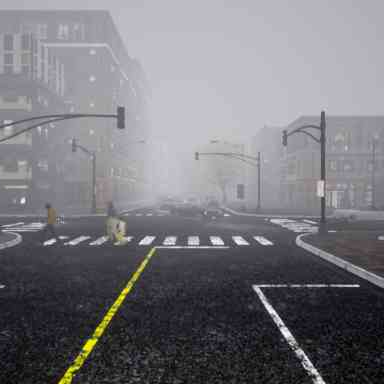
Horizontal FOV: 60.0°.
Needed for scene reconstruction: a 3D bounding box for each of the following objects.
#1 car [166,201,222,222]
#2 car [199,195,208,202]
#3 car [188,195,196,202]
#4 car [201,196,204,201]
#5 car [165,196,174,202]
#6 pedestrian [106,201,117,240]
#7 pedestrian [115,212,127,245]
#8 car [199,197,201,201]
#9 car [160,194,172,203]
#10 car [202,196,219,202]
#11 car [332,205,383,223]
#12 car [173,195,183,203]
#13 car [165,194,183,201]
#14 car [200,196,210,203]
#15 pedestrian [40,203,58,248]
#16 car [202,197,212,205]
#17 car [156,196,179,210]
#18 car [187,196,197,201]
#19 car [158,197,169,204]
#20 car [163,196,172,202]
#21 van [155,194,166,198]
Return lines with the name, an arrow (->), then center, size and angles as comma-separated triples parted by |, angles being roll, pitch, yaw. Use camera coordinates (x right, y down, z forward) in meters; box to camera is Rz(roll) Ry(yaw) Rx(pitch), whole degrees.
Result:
car -> 0.246, 1.607, 26.448 | 1.895, 1.301, 4.718 | 0, 0, -38
car -> 2.697, 1.536, 77.672 | 1.967, 1.590, 4.097 | 0, 0, 0
car -> 0.009, 1.556, 80.680 | 2.033, 1.411, 5.357 | 0, 0, 0
car -> 2.695, 1.478, 49.188 | 1.967, 1.590, 4.097 | 0, 0, 0
car -> -5.683, 1.663, 83.370 | 2.008, 1.369, 4.403 | 0, 0, 0
pedestrian -> -3.455, 1.294, 14.549 | 0.375, 1.860, 0.375 | 0, 0, 0
pedestrian -> -2.911, 1.574, 13.950 | 0.375, 1.300, 0.375 | 0, 0, 0
car -> 2.695, 1.488, 54.884 | 1.967, 1.590, 4.097 | 0, 0, 0
car -> -5.685, 1.397, 71.977 | 2.192, 1.841, 5.009 | 0, 0, 0
car -> 2.694, 1.580, 43.490 | 2.008, 1.369, 4.403 | 0, 0, 0
car -> 13.475, 1.668, 25.777 | 4.718, 1.301, 1.895 | 0, 0, 0
car -> -2.993, 1.502, 72.863 | 2.128, 1.511, 4.902 | 0, 0, 0
car -> -3.072, 1.547, 58.539 | 2.128, 1.511, 4.902 | 0, 0, 0
car -> 2.697, 1.633, 71.975 | 2.008, 1.369, 4.403 | 0, 0, 0
pedestrian -> -5.743, 1.294, 13.348 | 0.375, 1.860, 0.375 | 0, 0, 0
car -> 2.695, 1.640, 60.581 | 1.802, 1.307, 4.206 | 0, 0, 0
car -> -3.095, 1.575, 42.806 | 2.033, 1.411, 5.357 | 0, 0, 0
car -> 0.008, 1.625, 70.673 | 1.994, 1.385, 4.181 | 0, 0, 0
car -> -5.685, 1.651, 66.280 | 1.802, 1.307, 4.206 | 0, 0, 0
car -> -5.684, 1.662, 77.674 | 1.947, 1.339, 4.313 | 0, 0, 0
van -> -5.686, 1.399, 60.584 | 1.690, 1.788, 3.998 | 0, 0, 0
